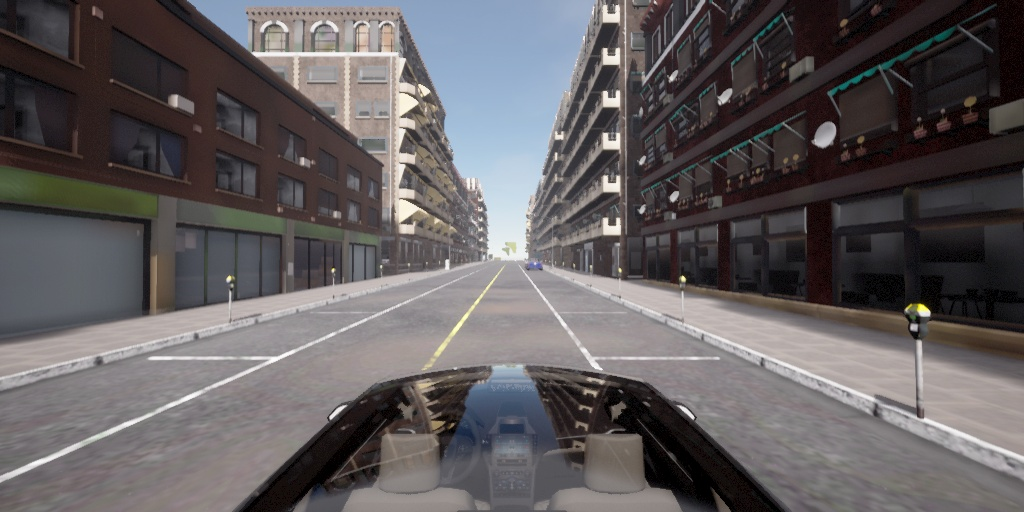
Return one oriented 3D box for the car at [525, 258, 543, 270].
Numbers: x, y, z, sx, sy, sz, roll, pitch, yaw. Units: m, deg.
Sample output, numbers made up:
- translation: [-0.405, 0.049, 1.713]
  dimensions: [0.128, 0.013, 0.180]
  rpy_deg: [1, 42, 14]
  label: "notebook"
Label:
- translation: [3.112, 1.092, 50.313]
  dimensions: [2.097, 1.767, 4.553]
  rpy_deg: [0, 0, 0]
  label: "car"
